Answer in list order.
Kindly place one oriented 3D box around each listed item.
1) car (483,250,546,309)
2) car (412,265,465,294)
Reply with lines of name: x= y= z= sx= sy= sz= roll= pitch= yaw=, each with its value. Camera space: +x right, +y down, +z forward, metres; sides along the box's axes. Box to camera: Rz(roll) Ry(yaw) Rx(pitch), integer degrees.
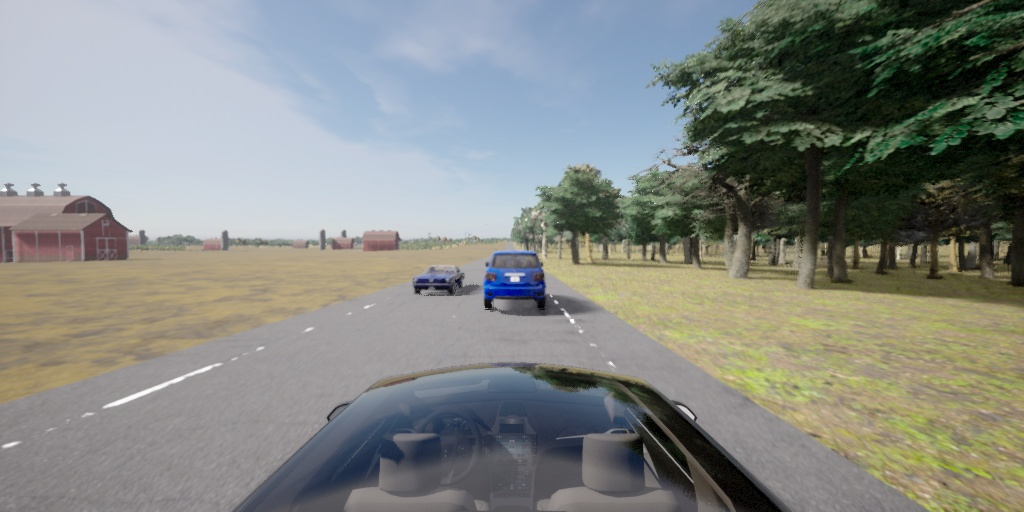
car: x=0.096 y=0.804 z=14.097 sx=2.150 sy=2.045 sz=5.566 roll=0 pitch=1 yaw=0
car: x=-3.585 y=1.125 z=18.186 sx=1.895 sy=1.301 sz=4.718 roll=0 pitch=1 yaw=0
